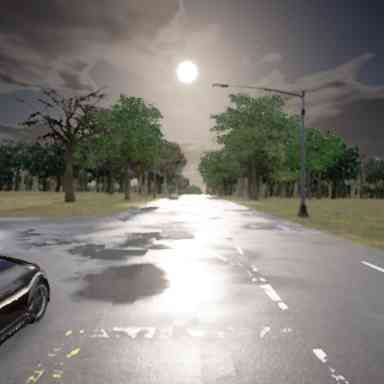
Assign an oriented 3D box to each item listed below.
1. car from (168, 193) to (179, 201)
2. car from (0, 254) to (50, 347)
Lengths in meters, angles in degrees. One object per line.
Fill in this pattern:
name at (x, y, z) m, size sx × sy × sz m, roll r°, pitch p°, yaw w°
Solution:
car at (-3.682, 0.953, 67.216) m, size 1.837 × 1.490 × 4.892 m, roll 0°, pitch 1°, yaw 0°
car at (-3.506, 1.526, 4.222) m, size 1.994 × 1.385 × 4.181 m, roll 0°, pitch 1°, yaw 0°
